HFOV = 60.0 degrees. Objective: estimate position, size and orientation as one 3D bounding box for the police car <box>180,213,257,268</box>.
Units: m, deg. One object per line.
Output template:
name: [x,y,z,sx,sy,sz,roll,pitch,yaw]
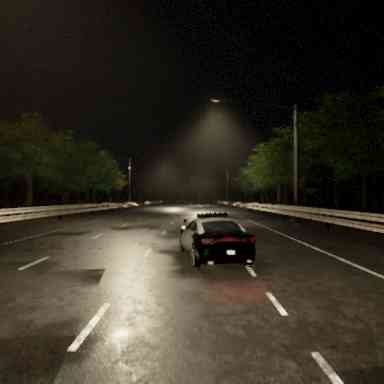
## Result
police car: [0.707,1.570,12.041,1.930,1.638,5.238,-1,-1,-9]
